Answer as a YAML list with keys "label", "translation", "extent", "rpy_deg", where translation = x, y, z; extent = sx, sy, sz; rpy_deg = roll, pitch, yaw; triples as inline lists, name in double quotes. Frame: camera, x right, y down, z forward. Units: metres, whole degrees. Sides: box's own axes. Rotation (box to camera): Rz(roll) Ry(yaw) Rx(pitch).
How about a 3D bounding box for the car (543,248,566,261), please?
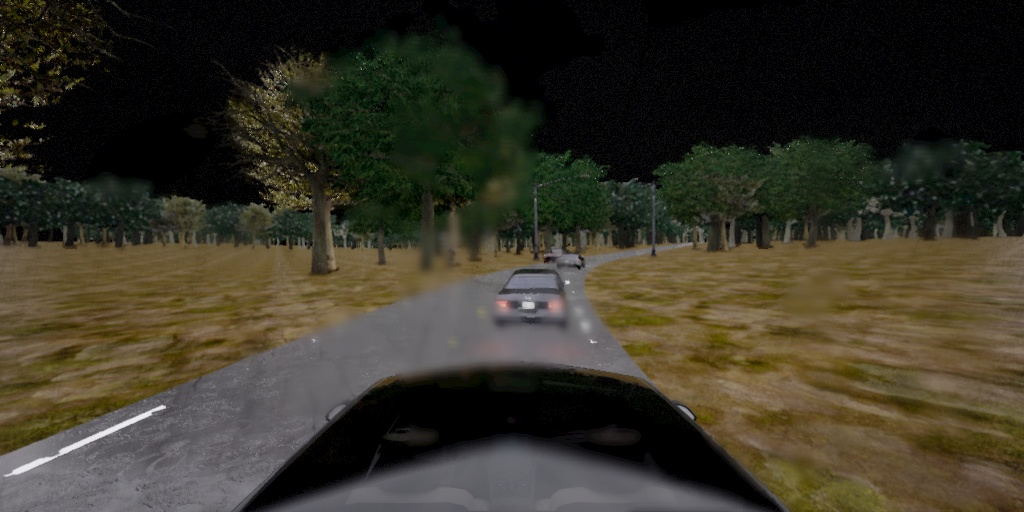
- label: "car"
  translation: [4.955, -0.070, 39.504]
  extent: [2.097, 1.767, 4.553]
  rpy_deg: [0, 2, 23]

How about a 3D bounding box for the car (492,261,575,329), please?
- label: "car"
  translation: [0.688, 1.070, 10.373]
  extent: [2.033, 1.411, 5.357]
  rpy_deg: [0, 2, 7]

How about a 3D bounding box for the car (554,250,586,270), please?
- label: "car"
  translation: [5.230, 0.416, 31.142]
  extent: [1.994, 1.385, 4.181]
  rpy_deg: [0, 2, 18]
